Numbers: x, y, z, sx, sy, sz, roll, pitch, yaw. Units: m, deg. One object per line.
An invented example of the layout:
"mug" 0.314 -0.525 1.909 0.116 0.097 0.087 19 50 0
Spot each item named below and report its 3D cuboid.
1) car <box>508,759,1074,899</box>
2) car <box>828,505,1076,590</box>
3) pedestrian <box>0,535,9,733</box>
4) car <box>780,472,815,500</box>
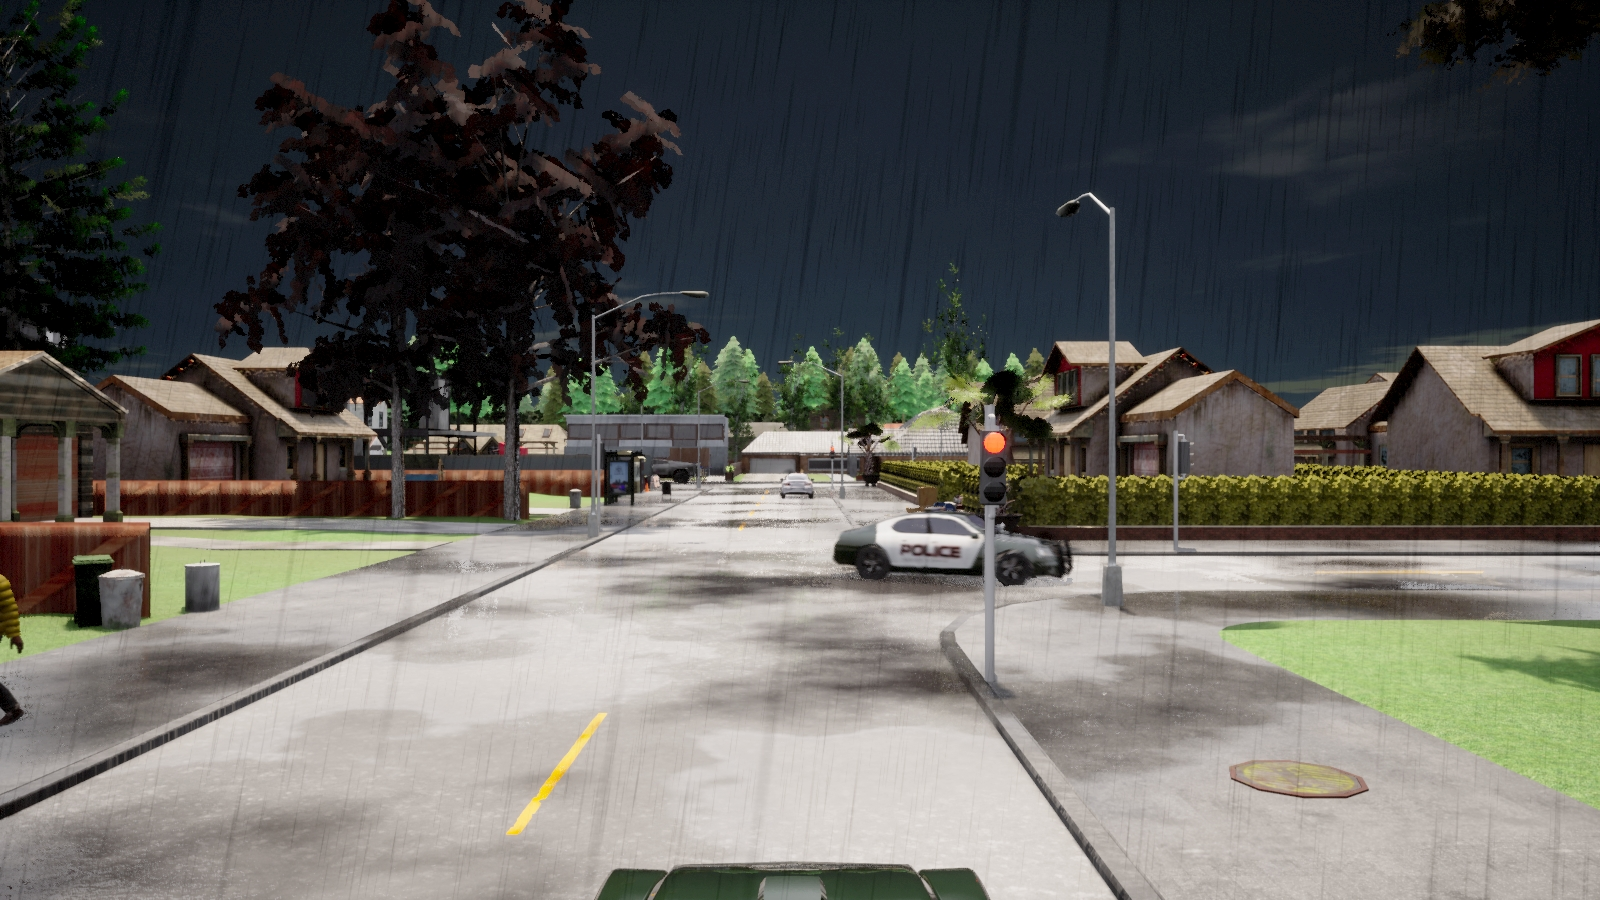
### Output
"car" -0.028 2.155 3.193 1.895 1.301 4.718 0 0 0
"car" 3.296 2.038 24.773 4.974 1.542 2.038 0 -1 22
"pedestrian" -7.775 1.746 10.764 0.375 1.860 0.375 0 0 12
"car" -0.164 2.081 66.907 2.002 1.442 4.674 0 0 0
